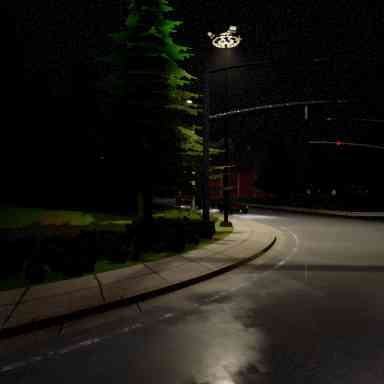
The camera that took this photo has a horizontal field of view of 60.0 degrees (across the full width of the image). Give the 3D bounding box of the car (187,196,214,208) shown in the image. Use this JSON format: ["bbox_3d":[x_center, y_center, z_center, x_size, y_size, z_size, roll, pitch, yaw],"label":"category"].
[{"bbox_3d":[1.482,1.222,45.896,2.150,2.045,5.566,0,0,-16],"label":"car"}]

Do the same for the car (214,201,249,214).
[{"bbox_3d":[4.335,1.601,35.653,1.895,1.301,4.718,0,0,-15],"label":"car"}]

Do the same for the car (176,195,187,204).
[{"bbox_3d":[-1.243,1.353,55.225,2.097,1.767,4.553,0,0,-17],"label":"car"}]
